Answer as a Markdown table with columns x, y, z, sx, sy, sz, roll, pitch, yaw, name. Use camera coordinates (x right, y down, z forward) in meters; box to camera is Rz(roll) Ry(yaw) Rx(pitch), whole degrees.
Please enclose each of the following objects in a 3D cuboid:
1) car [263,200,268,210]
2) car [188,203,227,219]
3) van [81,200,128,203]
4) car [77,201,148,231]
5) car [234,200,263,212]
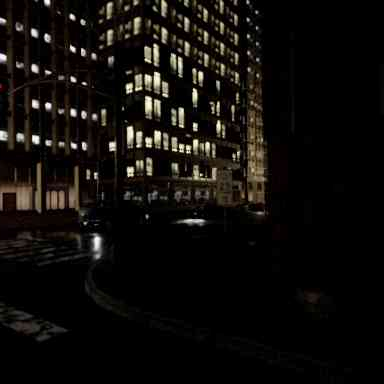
| x | y | z | sx | sy | sz | roll | pitch | yaw | name |
| --- | --- | --- | --- | --- | --- | --- | --- | --- | --- |
| 9.861 | 1.634 | 41.363 | 1.812 | 1.442 | 4.674 | -1 | -1 | 36 | car |
| 1.448 | 1.642 | 29.716 | 1.994 | 1.385 | 4.181 | -1 | -1 | 36 | car |
| -6.138 | 1.451 | 23.633 | 1.690 | 1.788 | 3.998 | -1 | -1 | 36 | van |
| -4.799 | 1.563 | 21.096 | 1.837 | 1.490 | 4.892 | -1 | -1 | 33 | car |
| 6.741 | 1.680 | 41.510 | 1.752 | 1.417 | 4.829 | -1 | -1 | 36 | car |
